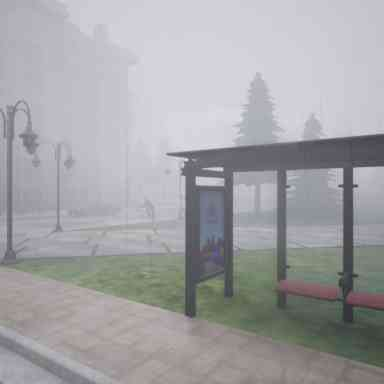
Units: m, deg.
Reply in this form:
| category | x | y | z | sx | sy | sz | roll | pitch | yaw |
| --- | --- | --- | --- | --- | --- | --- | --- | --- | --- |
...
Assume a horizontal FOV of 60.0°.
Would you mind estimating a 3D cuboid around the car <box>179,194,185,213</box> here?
| category | x | y | z | sx | sy | sz | roll | pitch | yaw |
| --- | --- | --- | --- | --- | --- | --- | --- | --- | --- |
| car | 0.901 | 1.203 | 36.462 | 2.150 | 2.045 | 5.566 | 0 | 0 | 37 |

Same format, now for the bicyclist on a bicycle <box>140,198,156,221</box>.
| category | x | y | z | sx | sy | sz | roll | pitch | yaw |
| --- | --- | --- | --- | --- | --- | --- | --- | --- | --- |
| bicyclist on a bicycle | -3.254 | 1.283 | 24.355 | 1.656 | 1.620 | 0.582 | 0 | 0 | 36 |

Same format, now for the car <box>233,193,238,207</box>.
| category | x | y | z | sx | sy | sz | roll | pitch | yaw |
| --- | --- | --- | --- | --- | --- | --- | --- | --- | --- |
| car | 4.443 | 1.205 | 47.547 | 2.150 | 2.045 | 5.566 | 0 | 0 | 37 |

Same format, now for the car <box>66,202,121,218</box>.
| category | x | y | z | sx | sy | sz | roll | pitch | yaw |
| --- | --- | --- | --- | --- | --- | --- | --- | --- | --- |
| car | -8.680 | 1.582 | 29.616 | 1.895 | 1.301 | 4.718 | 0 | 0 | 36 |
